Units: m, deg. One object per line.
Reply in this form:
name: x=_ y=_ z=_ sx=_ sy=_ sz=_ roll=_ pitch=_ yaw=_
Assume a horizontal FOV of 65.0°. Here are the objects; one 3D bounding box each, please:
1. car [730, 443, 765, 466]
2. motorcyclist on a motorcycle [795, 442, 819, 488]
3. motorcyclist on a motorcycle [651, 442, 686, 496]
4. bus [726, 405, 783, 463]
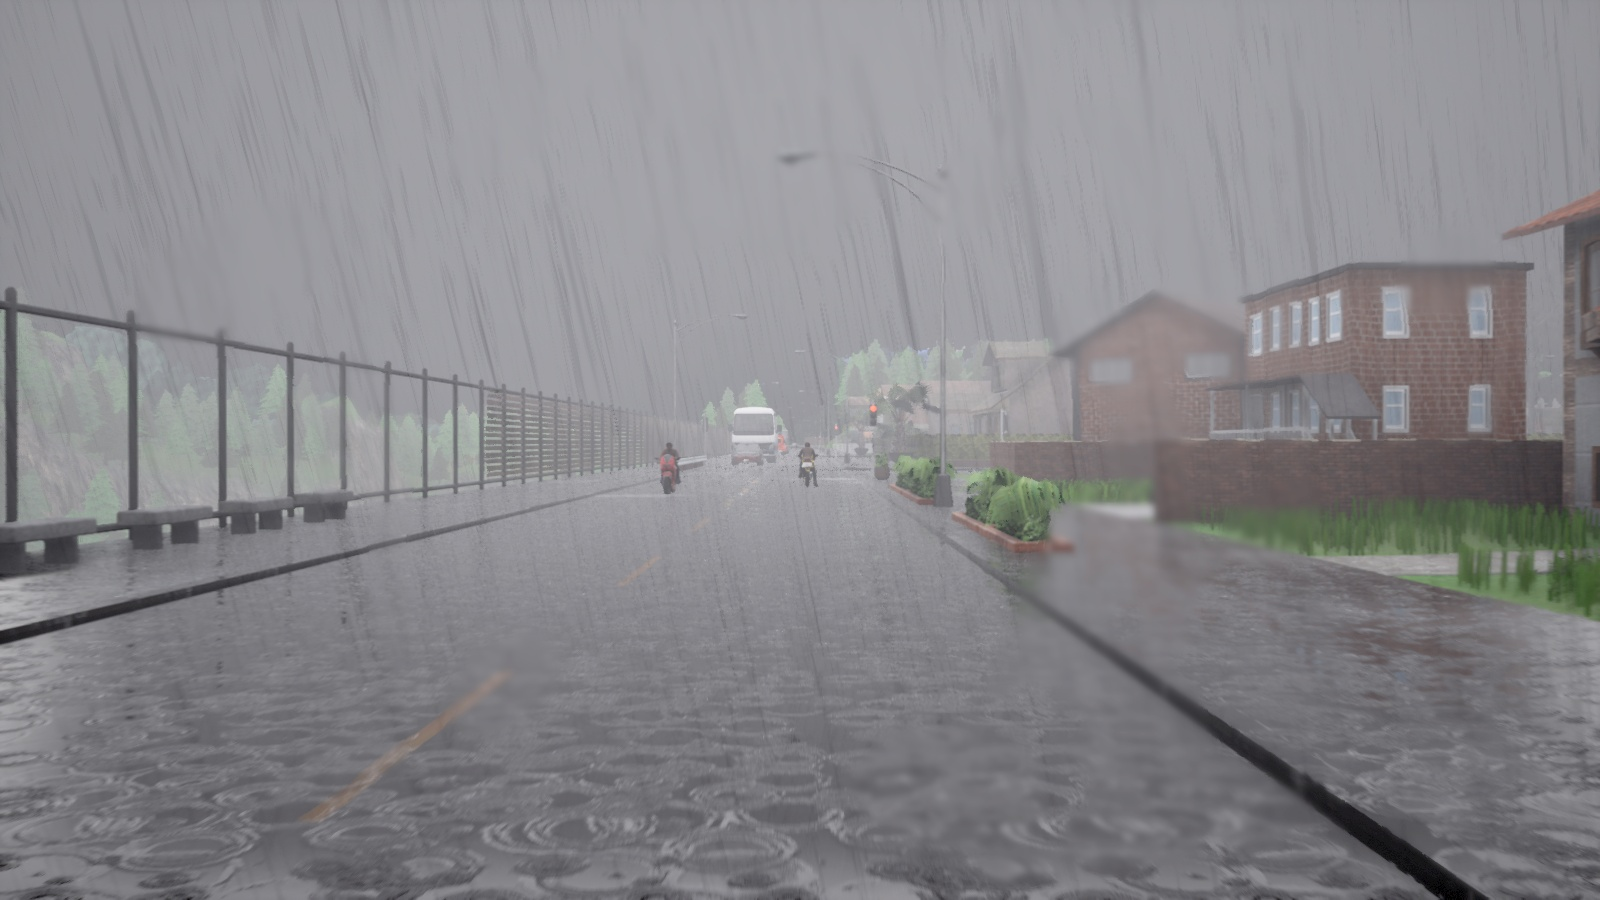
car: x=-3.509 y=0.267 z=84.613 sx=2.163 sy=1.488 sz=4.792 roll=0 pitch=0 yaw=0
motorcyclist on a motorcycle: x=0.254 y=0.488 z=42.765 sx=0.797 sy=1.523 sz=2.044 roll=0 pitch=0 yaw=0
motorcyclist on a motorcycle: x=-3.782 y=0.521 z=36.268 sx=0.797 sy=1.523 sz=2.044 roll=0 pitch=0 yaw=0
bus: x=-3.432 y=-1.182 z=97.387 sx=3.944 sy=4.253 sz=10.273 roll=0 pitch=0 yaw=0
